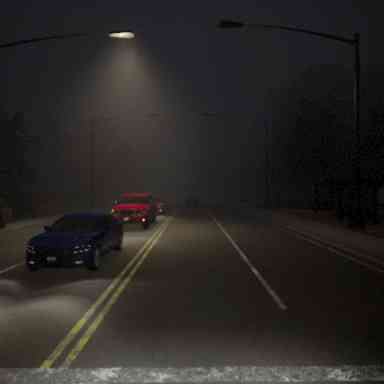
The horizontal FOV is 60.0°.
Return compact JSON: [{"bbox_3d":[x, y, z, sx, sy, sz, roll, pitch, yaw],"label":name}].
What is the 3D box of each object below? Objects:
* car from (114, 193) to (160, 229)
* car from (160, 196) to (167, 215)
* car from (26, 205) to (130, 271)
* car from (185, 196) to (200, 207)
[{"bbox_3d":[-3.573,1.112,21.148,2.150,2.045,5.566,0,0,1],"label":"car"},{"bbox_3d":[-3.577,1.180,31.480,2.097,1.767,4.553,0,0,0],"label":"car"},{"bbox_3d":[-3.585,1.429,11.012,1.882,1.535,5.008,0,0,0],"label":"car"},{"bbox_3d":[0.066,1.241,45.831,2.128,1.511,4.902,0,0,0],"label":"car"}]
